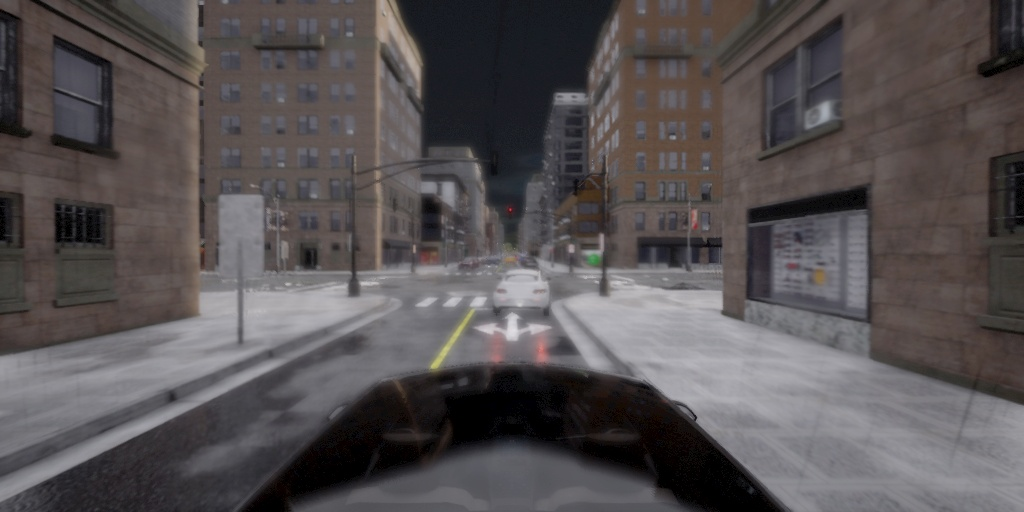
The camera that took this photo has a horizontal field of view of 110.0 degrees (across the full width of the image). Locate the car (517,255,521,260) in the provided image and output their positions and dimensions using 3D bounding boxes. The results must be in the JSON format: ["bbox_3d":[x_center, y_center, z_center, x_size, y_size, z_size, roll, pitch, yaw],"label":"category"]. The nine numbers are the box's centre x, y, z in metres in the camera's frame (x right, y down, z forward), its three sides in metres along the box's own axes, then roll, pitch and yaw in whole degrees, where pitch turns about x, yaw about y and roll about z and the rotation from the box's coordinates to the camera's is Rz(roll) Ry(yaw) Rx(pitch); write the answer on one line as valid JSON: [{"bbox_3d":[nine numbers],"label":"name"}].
[{"bbox_3d":[2.397,0.869,61.945,1.948,1.339,4.313,0,0,0],"label":"car"}]

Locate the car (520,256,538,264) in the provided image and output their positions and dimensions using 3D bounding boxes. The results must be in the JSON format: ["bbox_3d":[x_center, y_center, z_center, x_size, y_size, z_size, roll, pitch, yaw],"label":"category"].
[{"bbox_3d":[2.366,0.981,45.412,1.948,1.339,4.313,0,0,0],"label":"car"}]

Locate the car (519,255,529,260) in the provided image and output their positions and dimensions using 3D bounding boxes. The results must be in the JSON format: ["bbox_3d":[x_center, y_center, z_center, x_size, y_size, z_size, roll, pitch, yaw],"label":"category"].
[{"bbox_3d":[2.387,0.921,56.435,1.802,1.307,4.207,0,0,0],"label":"car"}]

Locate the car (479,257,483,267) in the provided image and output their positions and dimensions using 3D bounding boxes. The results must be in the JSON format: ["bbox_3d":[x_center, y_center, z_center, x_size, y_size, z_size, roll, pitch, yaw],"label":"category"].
[{"bbox_3d":[-5.648,0.817,50.939,1.967,1.591,4.097,0,0,0],"label":"car"}]

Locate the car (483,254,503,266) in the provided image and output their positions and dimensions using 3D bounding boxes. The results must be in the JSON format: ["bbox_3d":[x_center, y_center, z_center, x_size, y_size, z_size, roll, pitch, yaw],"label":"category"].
[{"bbox_3d":[-3.041,0.873,58.460,2.033,1.411,5.357,0,0,1],"label":"car"}]

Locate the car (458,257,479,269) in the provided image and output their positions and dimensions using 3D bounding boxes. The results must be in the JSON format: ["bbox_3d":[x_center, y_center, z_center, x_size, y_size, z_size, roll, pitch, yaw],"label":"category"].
[{"bbox_3d":[-5.659,0.855,45.428,1.967,1.591,4.097,0,0,0],"label":"car"}]

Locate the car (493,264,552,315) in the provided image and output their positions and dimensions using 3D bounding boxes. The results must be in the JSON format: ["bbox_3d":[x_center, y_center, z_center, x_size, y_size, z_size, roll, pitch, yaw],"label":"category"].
[{"bbox_3d":[0.437,1.179,12.945,1.812,1.442,4.674,0,1,5],"label":"car"}]
